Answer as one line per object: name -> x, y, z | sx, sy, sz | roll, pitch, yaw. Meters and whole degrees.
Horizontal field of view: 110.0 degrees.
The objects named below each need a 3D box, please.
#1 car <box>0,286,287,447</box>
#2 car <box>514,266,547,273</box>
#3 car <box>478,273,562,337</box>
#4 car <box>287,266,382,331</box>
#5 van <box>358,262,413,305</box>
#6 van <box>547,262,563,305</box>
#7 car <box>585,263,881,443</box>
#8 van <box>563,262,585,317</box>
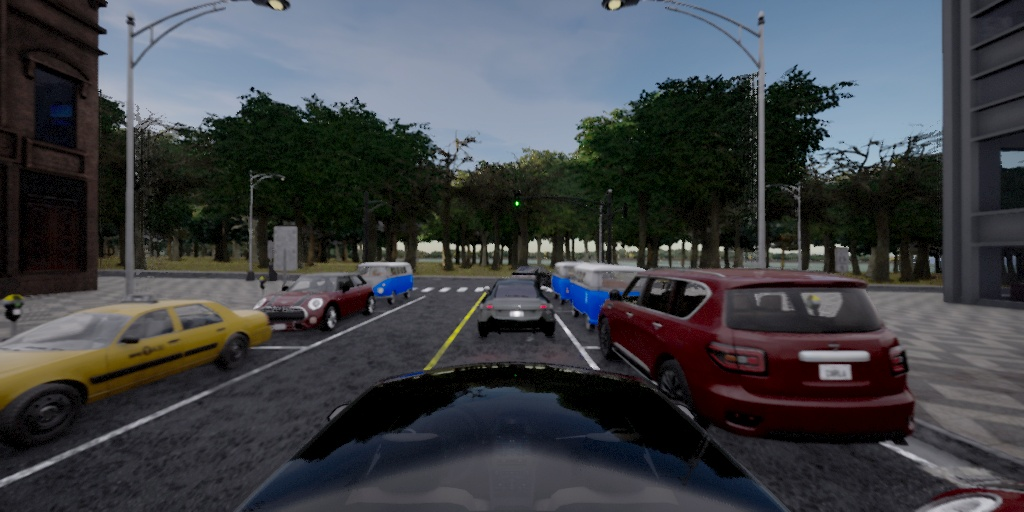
car -> -5.762, 1.295, 5.278 | 1.751, 1.417, 4.829 | 0, 0, 0
car -> 1.396, 1.364, 22.266 | 2.128, 1.511, 4.902 | -1, -1, 21
car -> 0.104, 1.360, 10.503 | 1.994, 1.385, 4.181 | 0, 0, 0
car -> -5.759, 1.239, 10.885 | 1.967, 1.591, 4.097 | 0, 0, 0
van -> -5.757, 1.170, 16.323 | 1.690, 1.789, 3.998 | 0, 0, 0
van -> 2.768, 1.170, 16.320 | 1.690, 1.789, 3.998 | 0, 0, 0
car -> 2.764, 1.084, 5.445 | 2.192, 1.841, 5.009 | 0, 0, 0
van -> 2.766, 1.140, 10.882 | 1.690, 1.789, 3.998 | 0, 0, 0
